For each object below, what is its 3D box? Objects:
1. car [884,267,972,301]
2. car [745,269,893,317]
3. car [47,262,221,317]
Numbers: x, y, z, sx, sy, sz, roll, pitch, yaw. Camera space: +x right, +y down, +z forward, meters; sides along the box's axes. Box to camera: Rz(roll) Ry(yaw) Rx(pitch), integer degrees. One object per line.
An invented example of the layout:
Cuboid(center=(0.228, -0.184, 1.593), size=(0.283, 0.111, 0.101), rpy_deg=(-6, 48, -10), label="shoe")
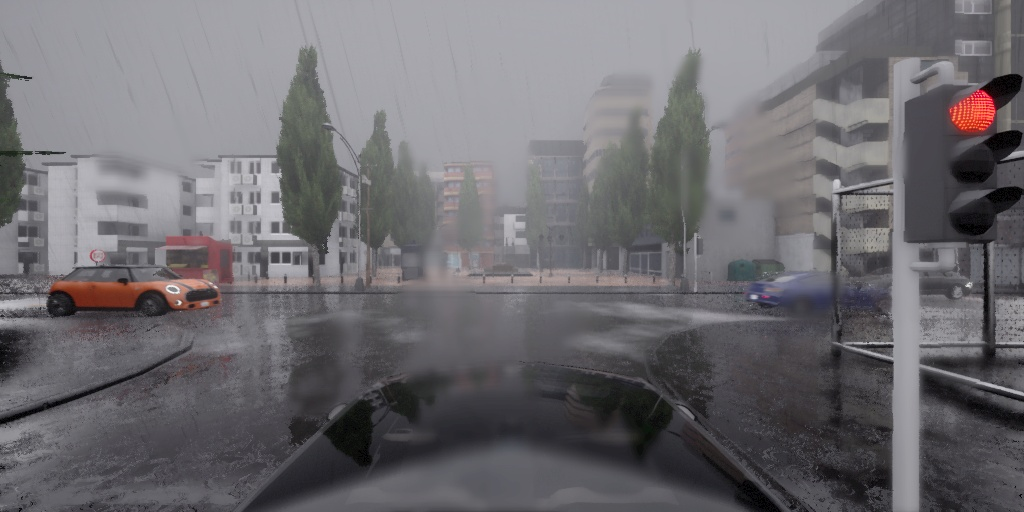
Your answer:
Cuboid(center=(18.435, 1.255, 16.850), size=(4.892, 1.490, 1.837), rpy_deg=(0, 0, 0), label="car")
Cuboid(center=(10.827, 1.276, 12.657), size=(4.674, 1.442, 1.812), rpy_deg=(0, 0, 0), label="car")
Cuboid(center=(-13.058, 1.102, 12.618), size=(4.553, 1.767, 2.097), rpy_deg=(0, 0, 0), label="car")
